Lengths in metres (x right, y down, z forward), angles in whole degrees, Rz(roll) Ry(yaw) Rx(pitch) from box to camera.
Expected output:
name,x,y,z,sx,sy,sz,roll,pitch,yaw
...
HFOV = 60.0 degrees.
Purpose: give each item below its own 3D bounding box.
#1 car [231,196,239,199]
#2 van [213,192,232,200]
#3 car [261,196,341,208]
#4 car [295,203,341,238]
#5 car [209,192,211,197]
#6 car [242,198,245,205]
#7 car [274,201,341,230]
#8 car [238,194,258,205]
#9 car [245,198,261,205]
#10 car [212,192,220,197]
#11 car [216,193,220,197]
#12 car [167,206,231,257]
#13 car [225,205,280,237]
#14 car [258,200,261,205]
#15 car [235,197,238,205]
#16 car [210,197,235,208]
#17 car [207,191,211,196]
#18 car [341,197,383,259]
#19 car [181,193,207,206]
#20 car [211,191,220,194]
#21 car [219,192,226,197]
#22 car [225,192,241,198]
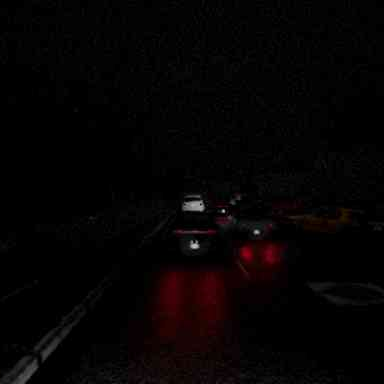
name,x,y,z,sx,sy,sz,roll,pitch,yaw
car,8.079,1.650,43.944,4.792,1.488,2.163,1,0,-20
van,8.148,1.043,88.969,4.442,1.987,1.878,1,0,-20
car,8.040,1.280,22.900,5.566,2.045,2.435,1,0,-20
car,8.236,1.506,16.981,5.366,1.575,1.946,1,0,-20
car,8.030,1.238,91.911,4.892,1.521,2.231,1,0,-20
car,8.059,1.637,34.919,4.674,1.452,2.002,1,0,-20
car,7.888,1.511,19.847,5.366,1.575,1.946,1,0,-20
car,8.088,1.484,37.930,4.553,1.767,2.185,1,0,-20
car,8.051,1.582,31.919,5.008,1.535,2.097,1,-1,-20
car,8.015,1.389,79.946,4.792,1.488,2.163,1,1,-20
car,8.019,1.511,67.941,4.792,1.488,2.163,1,1,-20
car,0.088,1.499,12.915,2.128,1.511,4.902,0,0,0
car,3.092,1.624,18.068,1.895,1.301,4.718,0,0,0
car,8.034,1.576,25.902,4.792,1.488,2.163,1,0,-20
car,8.057,1.661,40.919,4.674,1.452,2.002,1,0,-20
car,3.085,1.616,35.070,1.837,1.490,4.892,0,0,0
car,8.013,0.956,94.877,5.566,2.045,2.435,1,1,-20
car,8.092,1.239,10.930,5.566,2.045,2.435,1,0,-20
car,0.086,1.328,34.083,2.150,2.045,5.566,0,0,0
car,8.010,1.172,85.935,4.553,1.767,2.185,1,0,-20
car,8.027,1.338,55.923,5.566,2.045,2.435,1,1,-20
car,8.081,1.369,46.943,5.566,2.045,2.435,1,0,-20
